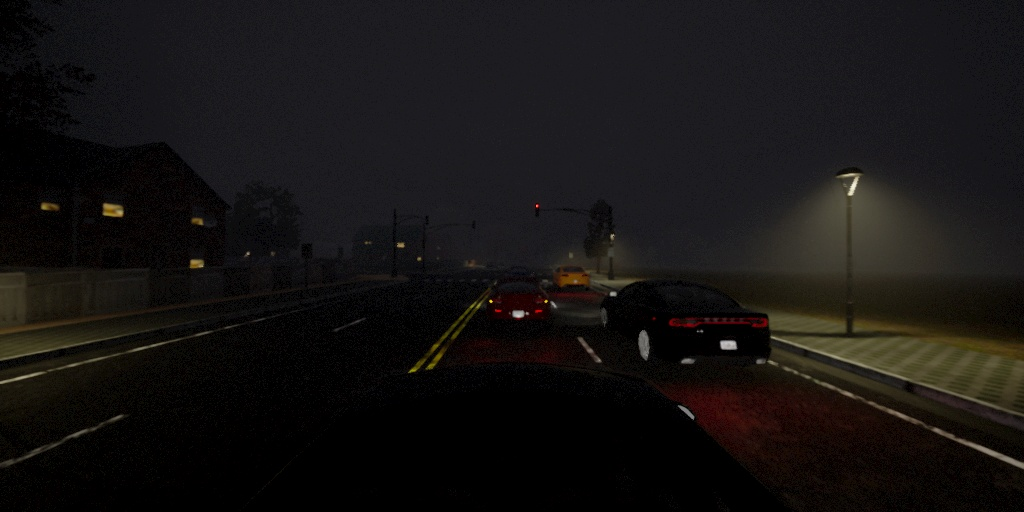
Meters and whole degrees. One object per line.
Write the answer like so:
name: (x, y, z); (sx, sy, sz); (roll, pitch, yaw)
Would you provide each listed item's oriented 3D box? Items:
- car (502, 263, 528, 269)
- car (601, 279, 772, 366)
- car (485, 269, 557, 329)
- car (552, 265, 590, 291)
car: (0.431, 1.366, 23.758); (1.812, 1.442, 4.674); (0, 0, 0)
car: (3.407, 1.251, 8.085); (1.882, 1.535, 5.008); (0, 0, 0)
car: (0.194, 1.313, 11.360); (1.812, 1.442, 4.674); (0, 0, 1)
car: (3.676, 1.312, 22.920); (1.882, 1.535, 5.008); (0, 0, 1)
